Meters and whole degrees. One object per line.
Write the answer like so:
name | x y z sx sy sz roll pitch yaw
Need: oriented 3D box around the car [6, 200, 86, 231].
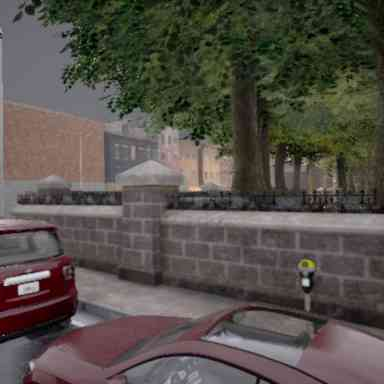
car | -9.847 1.507 22.781 2.097 1.767 4.553 -1 -1 35

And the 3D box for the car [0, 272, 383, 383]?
car | 0.369 1.587 2.556 4.206 1.307 1.802 0 -1 35

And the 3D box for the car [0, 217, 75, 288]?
car | -4.067 1.348 5.722 5.009 1.841 2.192 0 -1 35
